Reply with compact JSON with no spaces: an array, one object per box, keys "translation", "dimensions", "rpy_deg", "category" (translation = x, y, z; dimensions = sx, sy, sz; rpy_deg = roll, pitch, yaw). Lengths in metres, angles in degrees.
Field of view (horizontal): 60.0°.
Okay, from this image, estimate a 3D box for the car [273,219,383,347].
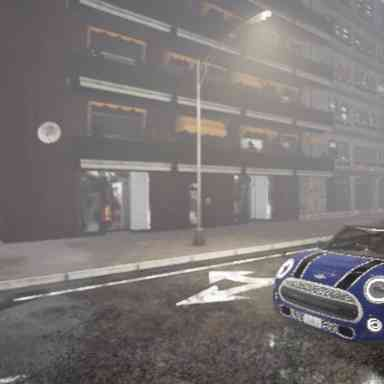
[{"translation":[3.634,1.355,6.360],"dimensions":[4.553,1.767,2.097],"rpy_deg":[0,0,-36],"category":"car"}]
